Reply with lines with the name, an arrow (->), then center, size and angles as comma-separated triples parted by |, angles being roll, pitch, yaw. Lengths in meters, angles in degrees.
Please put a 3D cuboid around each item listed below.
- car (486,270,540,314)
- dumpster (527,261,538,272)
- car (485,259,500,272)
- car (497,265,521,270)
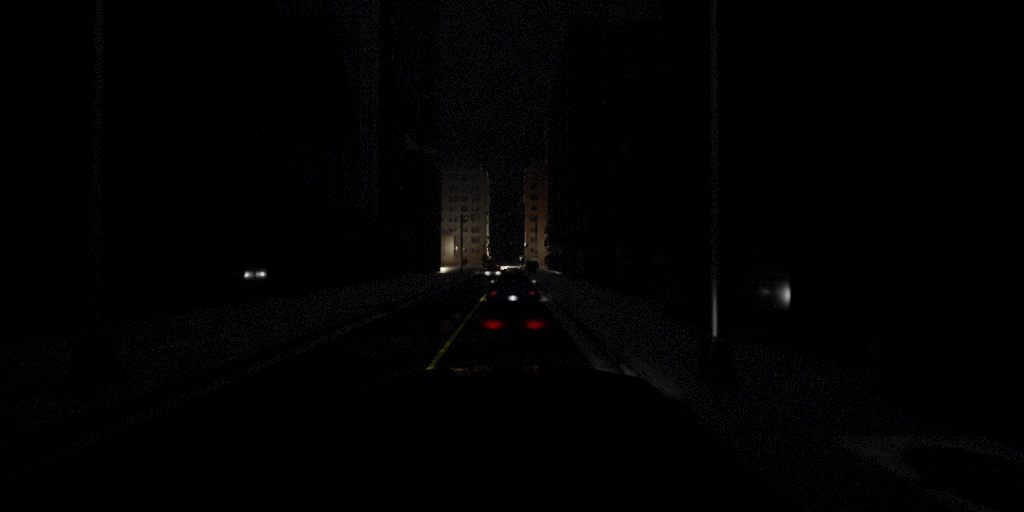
car -> 0.048, 1.440, 14.388 | 1.994, 1.385, 4.181 | 0, 0, 1
dumpster -> 3.133, 1.689, 55.857 | 1.020, 1.700, 1.940 | 0, 0, 0
car -> -3.061, 1.546, 58.548 | 2.150, 2.045, 5.566 | 0, -1, 1
car -> 0.041, 1.616, 28.604 | 1.895, 1.301, 4.718 | 0, -1, 1
